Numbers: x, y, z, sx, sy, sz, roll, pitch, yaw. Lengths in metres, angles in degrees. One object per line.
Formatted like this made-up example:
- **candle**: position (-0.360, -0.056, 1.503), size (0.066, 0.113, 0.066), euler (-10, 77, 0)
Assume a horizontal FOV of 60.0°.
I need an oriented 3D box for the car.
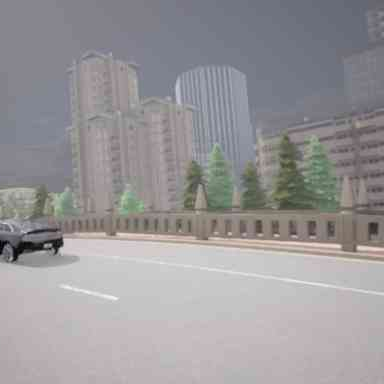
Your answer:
- **car**: position (-7.173, 1.852, 13.405), size (4.902, 1.511, 2.128), euler (-4, -2, 35)
